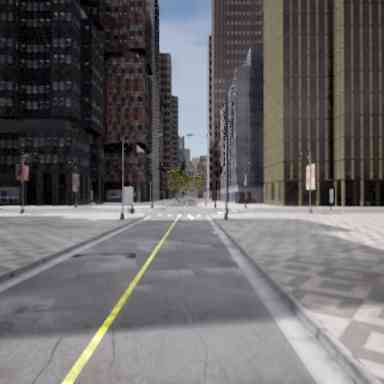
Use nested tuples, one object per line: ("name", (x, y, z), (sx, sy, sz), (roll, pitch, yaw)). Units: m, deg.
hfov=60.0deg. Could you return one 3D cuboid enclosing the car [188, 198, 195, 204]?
("car", (-0.042, 2.556, 92.893), (1.812, 1.442, 4.674), (0, -1, 0))
